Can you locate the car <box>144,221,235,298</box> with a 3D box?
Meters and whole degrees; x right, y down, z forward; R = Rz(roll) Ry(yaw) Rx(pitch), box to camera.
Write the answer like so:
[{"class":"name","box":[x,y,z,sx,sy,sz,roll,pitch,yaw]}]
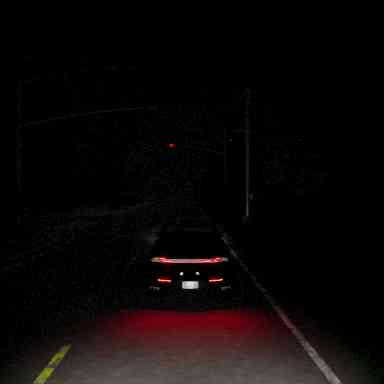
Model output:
[{"class":"car","box":[-0.071,1.492,8.530,2.128,1.511,4.902,0,0,-1]}]
